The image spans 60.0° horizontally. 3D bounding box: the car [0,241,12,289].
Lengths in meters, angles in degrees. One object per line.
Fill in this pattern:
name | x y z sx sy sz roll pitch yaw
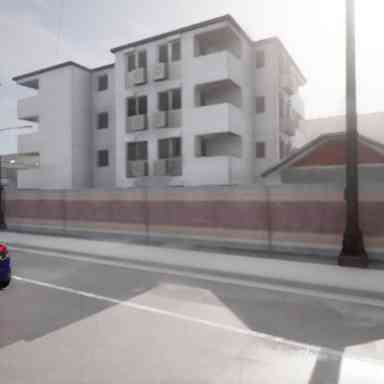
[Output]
car | -6.436 1.436 8.040 4.553 1.767 2.097 -1 0 33
